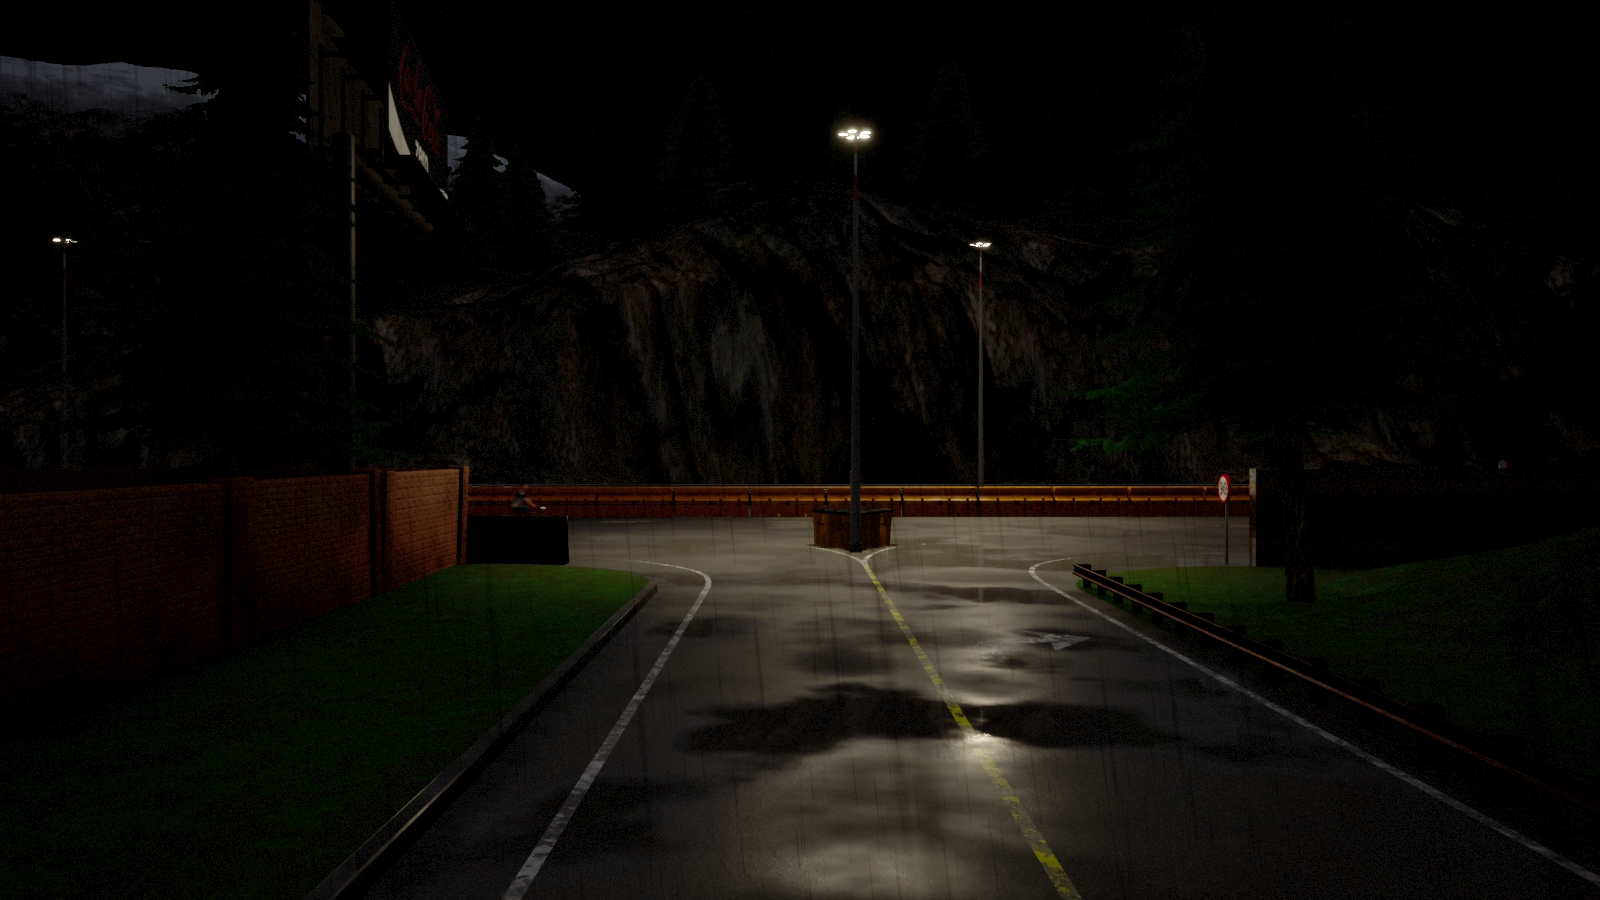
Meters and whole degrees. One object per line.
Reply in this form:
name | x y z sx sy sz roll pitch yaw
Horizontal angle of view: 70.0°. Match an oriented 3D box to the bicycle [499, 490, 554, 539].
bicycle | -8.637 2.047 36.090 1.643 1.514 0.373 0 0 -1
